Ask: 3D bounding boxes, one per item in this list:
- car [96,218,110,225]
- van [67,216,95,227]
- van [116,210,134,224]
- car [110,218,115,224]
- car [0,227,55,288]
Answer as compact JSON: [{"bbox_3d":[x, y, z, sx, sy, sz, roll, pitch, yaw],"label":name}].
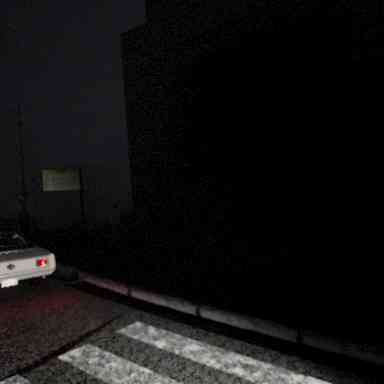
[{"bbox_3d":[-16.922,5.407,55.906,5.008,1.535,2.097,-7,-7,24],"label":"car"},{"bbox_3d":[-18.198,4.982,53.465,4.442,1.987,1.878,-7,-7,24],"label":"van"},{"bbox_3d":[-7.870,3.464,46.032,4.442,1.987,1.878,-7,-7,24],"label":"van"},{"bbox_3d":[-15.729,5.512,58.429,4.553,1.767,2.185,-7,-8,24],"label":"car"},{"bbox_3d":[-5.353,1.559,8.399,4.718,1.301,1.895,1,2,44],"label":"car"}]
